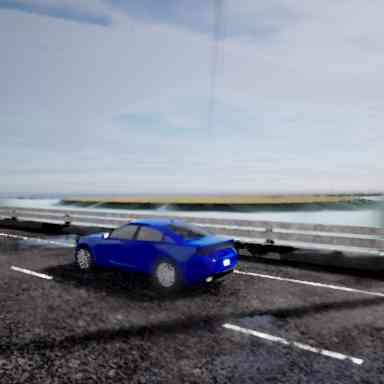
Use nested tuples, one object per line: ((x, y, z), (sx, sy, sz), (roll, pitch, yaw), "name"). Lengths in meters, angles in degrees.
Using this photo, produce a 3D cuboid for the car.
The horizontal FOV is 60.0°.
((-1.202, 1.486, 9.189), (5.008, 1.535, 1.882), (0, 0, 36), "car")
